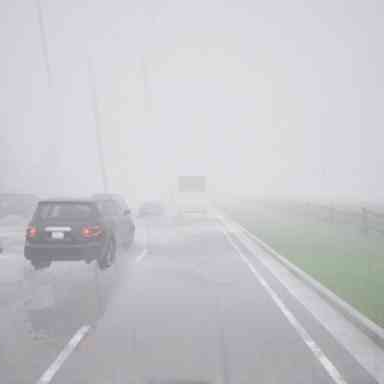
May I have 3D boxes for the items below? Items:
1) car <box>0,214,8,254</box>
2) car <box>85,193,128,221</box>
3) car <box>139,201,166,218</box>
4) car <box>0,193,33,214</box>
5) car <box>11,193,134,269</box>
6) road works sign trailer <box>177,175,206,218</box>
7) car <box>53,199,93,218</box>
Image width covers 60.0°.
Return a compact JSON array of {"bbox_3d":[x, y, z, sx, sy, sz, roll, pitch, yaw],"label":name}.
[{"bbox_3d":[-6.897,1.515,8.137,2.033,1.411,5.357,0,0,0],"label":"car"},{"bbox_3d":[-6.895,1.112,27.645,2.150,2.045,5.566,0,0,0],"label":"car"},{"bbox_3d":[-3.397,1.449,28.935,1.994,1.385,4.181,0,0,0],"label":"car"},{"bbox_3d":[-13.897,1.112,27.596,2.150,2.045,5.566,0,0,0],"label":"car"},{"bbox_3d":[-3.398,1.177,11.109,2.150,2.045,5.566,0,0,0],"label":"car"},{"bbox_3d":[0.003,0.351,28.422,2.380,3.560,2.880,0,0,0],"label":"road works sign trailer"},{"bbox_3d":[-10.397,1.409,29.428,1.812,1.442,4.674,0,0,0],"label":"car"}]
